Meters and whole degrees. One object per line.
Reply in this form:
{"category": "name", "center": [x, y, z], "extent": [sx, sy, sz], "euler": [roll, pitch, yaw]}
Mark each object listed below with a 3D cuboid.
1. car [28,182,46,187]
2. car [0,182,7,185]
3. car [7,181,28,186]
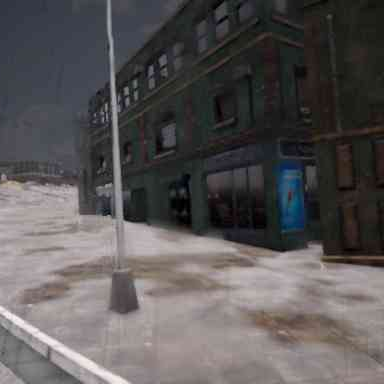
{"category": "car", "center": [-41.054, -1.830, 85.941], "extent": [2.185, 1.767, 4.553], "euler": [-5, -3, 25]}
{"category": "car", "center": [-45.826, -1.883, 75.949], "extent": [2.002, 1.452, 4.674], "euler": [-5, -3, 27]}
{"category": "car", "center": [-43.378, -1.819, 80.928], "extent": [2.097, 1.535, 5.008], "euler": [-5, -3, 26]}
